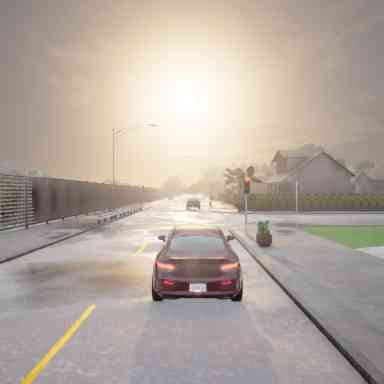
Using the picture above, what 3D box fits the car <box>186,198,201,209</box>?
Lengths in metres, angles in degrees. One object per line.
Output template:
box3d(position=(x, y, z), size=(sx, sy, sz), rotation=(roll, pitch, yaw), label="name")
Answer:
box3d(position=(0.186, 1.505, 44.130), size=(1.837, 1.490, 4.892), rotation=(0, 0, 0), label="car")

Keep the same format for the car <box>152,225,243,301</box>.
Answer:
box3d(position=(0.109, 1.526, 8.177), size=(1.812, 1.442, 4.674), rotation=(0, 0, 0), label="car")
